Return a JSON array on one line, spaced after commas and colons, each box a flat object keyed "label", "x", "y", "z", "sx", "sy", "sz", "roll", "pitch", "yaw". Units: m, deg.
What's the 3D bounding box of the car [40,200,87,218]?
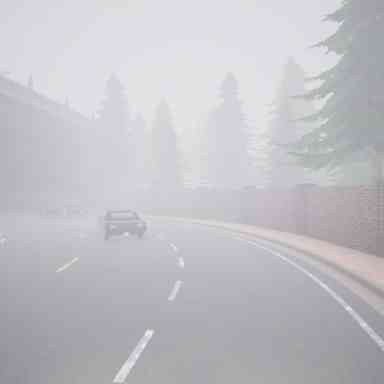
[{"label": "car", "x": -11.514, "y": 1.500, "z": 29.661, "sx": 4.892, "sy": 1.490, "sz": 1.837, "roll": 0, "pitch": 0, "yaw": 30}]

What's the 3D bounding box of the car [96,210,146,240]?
[{"label": "car", "x": -3.835, "y": 1.599, "z": 17.253, "sx": 1.895, "sy": 1.301, "sz": 4.718, "roll": 0, "pitch": 0, "yaw": -22}]
